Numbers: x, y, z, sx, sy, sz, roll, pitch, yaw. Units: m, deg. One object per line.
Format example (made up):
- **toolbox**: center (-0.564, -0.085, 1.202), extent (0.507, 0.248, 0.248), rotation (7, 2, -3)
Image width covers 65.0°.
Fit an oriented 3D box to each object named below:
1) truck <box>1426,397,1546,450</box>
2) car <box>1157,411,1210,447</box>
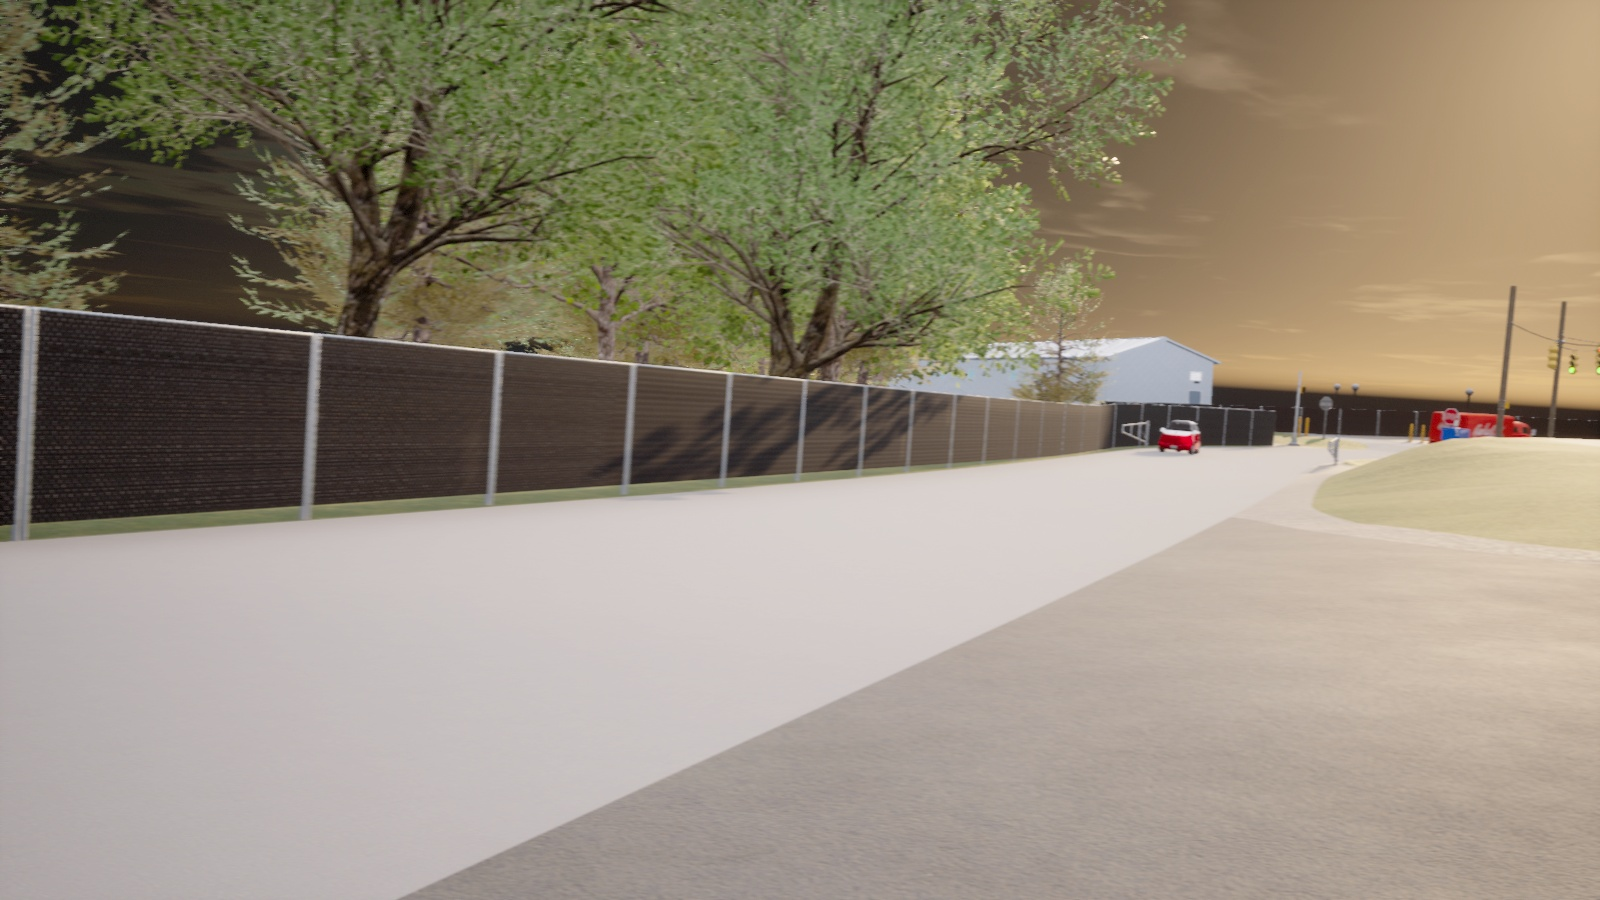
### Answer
- **truck**: center (35.774, -1.396, 65.522), extent (5.204, 2.467, 2.627), rotation (1, 5, -22)
- **car**: center (15.863, -0.880, 51.935), extent (1.481, 1.376, 2.207), rotation (5, 4, 33)
